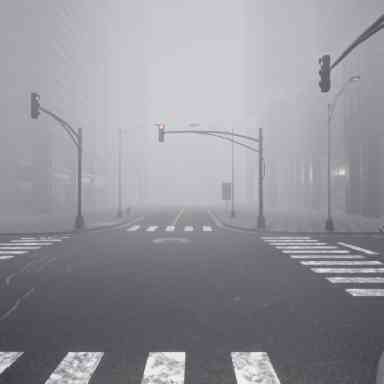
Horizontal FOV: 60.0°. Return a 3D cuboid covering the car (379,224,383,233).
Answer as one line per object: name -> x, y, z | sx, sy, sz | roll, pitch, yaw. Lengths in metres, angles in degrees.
car -> 11.760, 1.564, 16.189 | 4.829, 1.417, 1.752 | 0, -1, 0
